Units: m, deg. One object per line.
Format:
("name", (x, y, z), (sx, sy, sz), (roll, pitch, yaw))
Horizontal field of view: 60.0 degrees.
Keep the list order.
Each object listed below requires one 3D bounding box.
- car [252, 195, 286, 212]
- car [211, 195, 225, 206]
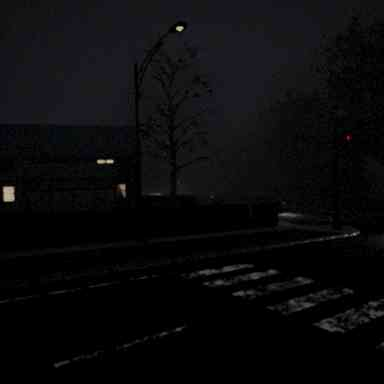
("car", (7.652, 1.132, 34.027), (2.097, 1.767, 4.553), (-2, 1, -15))
("car", (3.692, 1.187, 48.950), (2.033, 1.411, 5.357), (-2, 1, -15))
